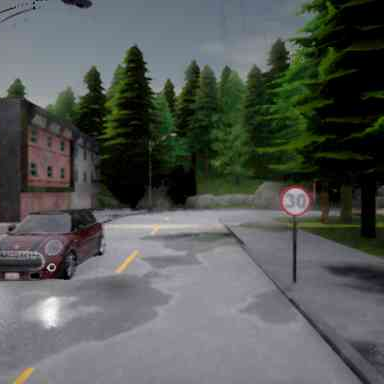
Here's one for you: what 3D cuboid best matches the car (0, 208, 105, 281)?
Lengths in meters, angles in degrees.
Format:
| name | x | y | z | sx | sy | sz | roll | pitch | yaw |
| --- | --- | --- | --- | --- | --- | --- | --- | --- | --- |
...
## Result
| name | x | y | z | sx | sy | sz | roll | pitch | yaw |
| --- | --- | --- | --- | --- | --- | --- | --- | --- | --- |
| car | -4.101 | 1.324 | 9.842 | 2.097 | 1.767 | 4.553 | 0 | 0 | 0 |
